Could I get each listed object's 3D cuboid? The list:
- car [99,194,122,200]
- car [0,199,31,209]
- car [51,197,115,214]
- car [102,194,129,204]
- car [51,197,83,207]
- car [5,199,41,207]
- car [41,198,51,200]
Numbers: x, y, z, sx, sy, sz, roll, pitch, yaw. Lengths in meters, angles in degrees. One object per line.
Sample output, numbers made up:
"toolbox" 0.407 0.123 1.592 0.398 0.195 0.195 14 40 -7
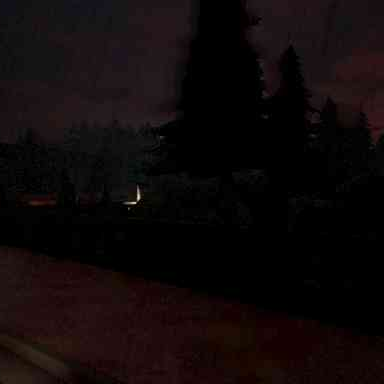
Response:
"car" -14.544 1.391 54.532 2.128 1.511 4.902 0 2 36
"car" -25.015 1.601 45.941 1.895 1.301 4.718 0 0 36
"car" -9.951 1.491 30.573 2.128 1.511 4.902 0 0 36
"car" -14.056 1.186 61.207 1.837 1.490 4.892 0 3 36
"car" -19.879 1.506 53.088 1.812 1.442 4.674 0 1 35
"car" -17.553 1.525 31.999 1.812 1.442 4.674 0 0 36
"car" -20.441 1.526 46.306 1.812 1.442 4.674 0 0 36
